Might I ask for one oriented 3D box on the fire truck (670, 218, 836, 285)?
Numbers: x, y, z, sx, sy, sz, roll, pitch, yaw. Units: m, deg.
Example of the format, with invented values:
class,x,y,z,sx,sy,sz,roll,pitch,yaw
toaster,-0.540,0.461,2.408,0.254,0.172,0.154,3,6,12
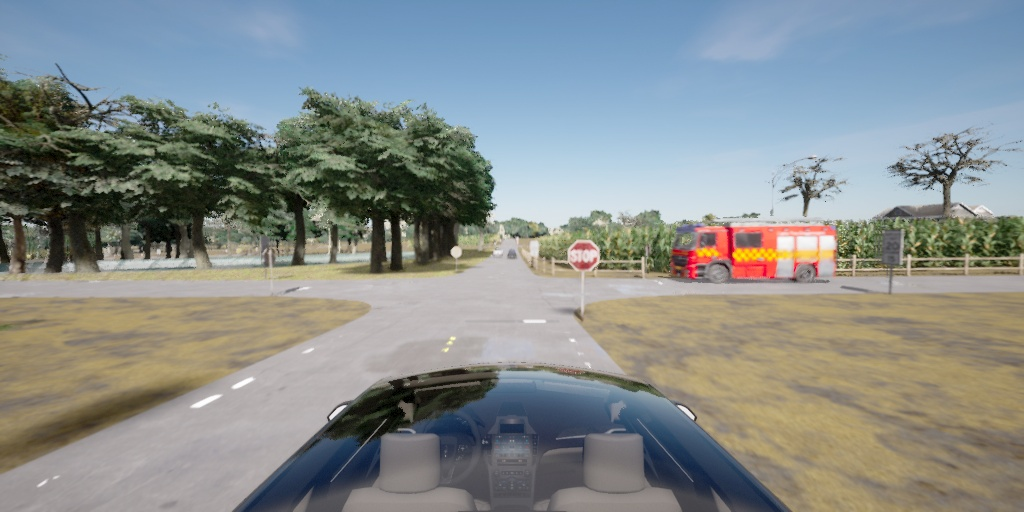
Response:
class,x,y,z,sx,sy,sz,roll,pitch,yaw
fire truck,14.434,-0.332,21.890,8.468,3.827,2.891,0,3,0
